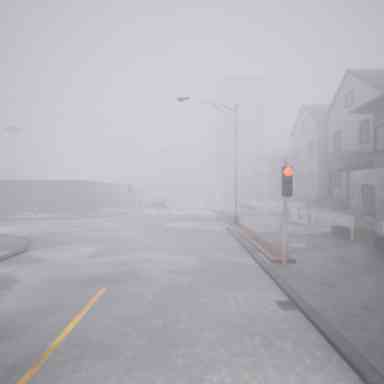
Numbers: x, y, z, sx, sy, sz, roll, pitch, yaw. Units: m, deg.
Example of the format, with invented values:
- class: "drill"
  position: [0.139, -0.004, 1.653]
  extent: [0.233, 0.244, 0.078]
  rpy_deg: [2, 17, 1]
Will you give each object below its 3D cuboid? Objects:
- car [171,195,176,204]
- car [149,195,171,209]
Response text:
- class: "car"
  position: [-4.044, 1.298, 58.952]
  extent: [1.812, 1.442, 4.674]
  rpy_deg: [0, 0, 1]
- class: "car"
  position: [-4.089, 1.364, 41.862]
  extent: [1.812, 1.442, 4.674]
  rpy_deg: [0, 0, 0]
